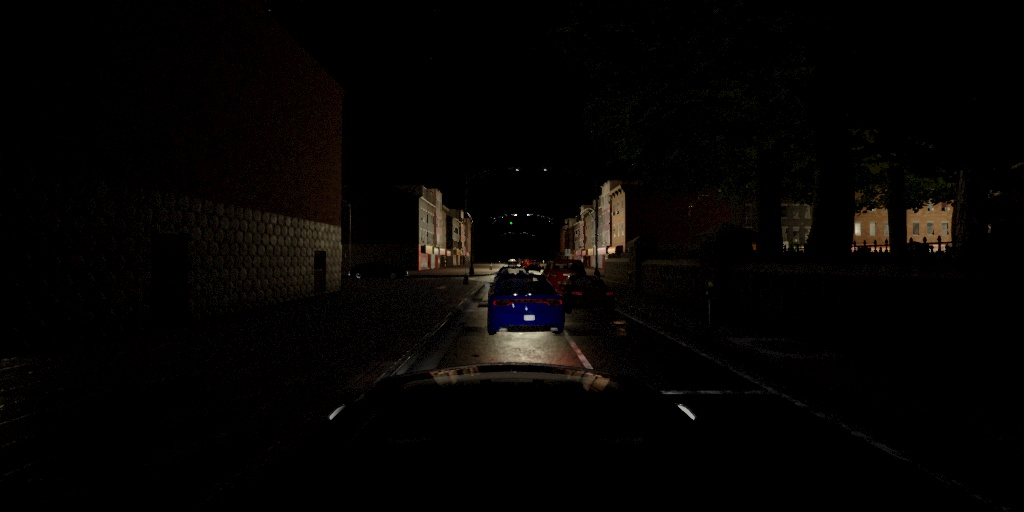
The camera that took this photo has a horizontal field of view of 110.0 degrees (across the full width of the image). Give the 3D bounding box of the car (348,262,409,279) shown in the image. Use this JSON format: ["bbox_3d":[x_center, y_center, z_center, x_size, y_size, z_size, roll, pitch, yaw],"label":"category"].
[{"bbox_3d":[-11.307,1.245,30.544,4.892,1.490,1.837,0,-1,0],"label":"car"}]

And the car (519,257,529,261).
[{"bbox_3d":[2.680,1.395,61.701,1.888,1.381,4.507,0,0,0],"label":"car"}]

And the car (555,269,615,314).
[{"bbox_3d":[2.646,1.336,13.511,1.802,1.307,4.207,0,0,0],"label":"car"}]

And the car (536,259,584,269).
[{"bbox_3d":[2.650,1.074,18.960,2.192,1.841,5.009,0,0,0],"label":"car"}]

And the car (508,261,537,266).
[{"bbox_3d":[0.084,1.236,18.390,1.882,1.535,5.008,0,0,1],"label":"car"}]

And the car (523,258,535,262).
[{"bbox_3d":[2.668,1.350,45.389,1.888,1.381,4.507,0,0,0],"label":"car"}]

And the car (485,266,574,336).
[{"bbox_3d":[0.229,1.230,10.497,1.882,1.535,5.008,0,0,-4],"label":"car"}]
